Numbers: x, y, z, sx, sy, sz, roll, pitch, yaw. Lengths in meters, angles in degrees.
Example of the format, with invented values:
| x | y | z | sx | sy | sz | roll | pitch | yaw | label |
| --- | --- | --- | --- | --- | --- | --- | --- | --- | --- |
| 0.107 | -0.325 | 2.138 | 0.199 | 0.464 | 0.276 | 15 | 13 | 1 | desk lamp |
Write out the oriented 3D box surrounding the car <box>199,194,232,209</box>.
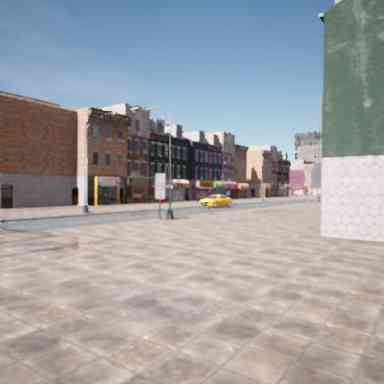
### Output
| x | y | z | sx | sy | sz | roll | pitch | yaw | label |
| --- | --- | --- | --- | --- | --- | --- | --- | --- | --- |
| 2.687 | 1.024 | 37.688 | 1.882 | 1.535 | 5.008 | 1 | 1 | 36 | car |
